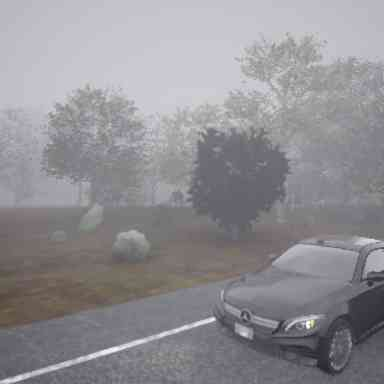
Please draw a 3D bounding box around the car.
[{"bbox_3d":[2.475,1.539,5.772,4.674,1.442,1.812,0,0,-39],"label":"car"}]
